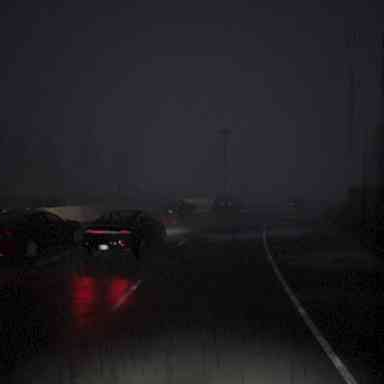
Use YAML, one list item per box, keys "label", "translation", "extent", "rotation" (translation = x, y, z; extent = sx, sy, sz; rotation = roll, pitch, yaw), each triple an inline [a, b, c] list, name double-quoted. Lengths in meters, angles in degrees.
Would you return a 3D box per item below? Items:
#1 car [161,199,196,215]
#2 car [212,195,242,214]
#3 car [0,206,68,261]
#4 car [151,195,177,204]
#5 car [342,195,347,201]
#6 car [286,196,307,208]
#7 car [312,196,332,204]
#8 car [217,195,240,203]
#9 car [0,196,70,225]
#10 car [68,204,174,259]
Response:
- label: "car"
  translation: [-1.125, 1.415, 31.165]
  extent: [1.895, 1.301, 4.718]
  rotation: [0, 0, 20]
- label: "car"
  translation: [3.567, 1.165, 33.486]
  extent: [2.097, 1.767, 4.553]
  rotation: [0, 0, 22]
- label: "car"
  translation: [-5.835, 1.390, 12.116]
  extent: [1.882, 1.535, 5.008]
  rotation: [0, 0, 8]
- label: "car"
  translation: [-4.635, 1.259, 56.316]
  extent: [1.895, 1.301, 4.718]
  rotation: [0, 0, 32]
- label: "car"
  translation: [32.623, 1.148, 67.648]
  extent: [4.718, 1.301, 1.895]
  rotation: [0, 0, -38]
- label: "car"
  translation: [13.907, 1.285, 44.120]
  extent: [1.837, 1.490, 4.892]
  rotation: [0, 0, 31]
- label: "car"
  translation: [22.893, 1.320, 58.439]
  extent: [1.895, 1.301, 4.718]
  rotation: [0, 0, 43]
- label: "car"
  translation: [6.719, 1.265, 60.522]
  extent: [1.895, 1.301, 4.718]
  rotation: [0, 0, 38]
- label: "car"
  translation: [-10.925, 1.185, 23.438]
  extent: [2.097, 1.767, 4.553]
  rotation: [0, 0, 15]
- label: "car"
  translation: [-2.280, 1.413, 12.317]
  extent: [2.128, 1.511, 4.902]
  rotation: [0, 0, 8]
